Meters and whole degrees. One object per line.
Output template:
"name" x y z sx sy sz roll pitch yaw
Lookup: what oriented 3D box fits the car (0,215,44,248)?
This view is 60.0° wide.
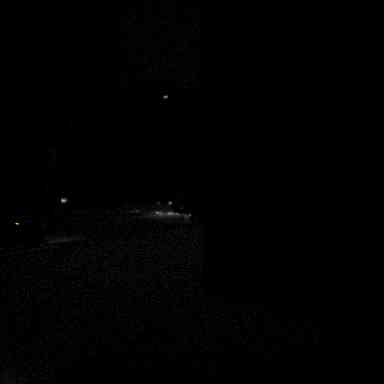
"car" -7.459 1.476 11.940 1.812 1.442 4.674 -1 0 14

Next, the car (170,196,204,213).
"car" 0.348 1.350 34.984 2.128 1.511 4.902 0 0 35

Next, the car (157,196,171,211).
"car" -1.875 1.211 37.469 2.097 1.767 4.553 0 0 35
